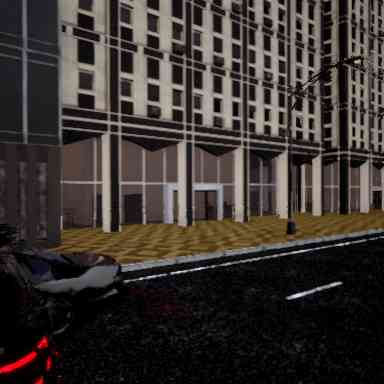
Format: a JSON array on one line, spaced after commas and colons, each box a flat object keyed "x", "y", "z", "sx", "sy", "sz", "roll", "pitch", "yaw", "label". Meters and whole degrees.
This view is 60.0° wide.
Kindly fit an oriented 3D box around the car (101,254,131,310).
[{"x": -3.680, "y": 1.551, "z": 5.060, "sx": 5.357, "sy": 1.411, "sz": 2.033, "roll": 0, "pitch": 0, "yaw": -36, "label": "car"}]

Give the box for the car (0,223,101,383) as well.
[{"x": -3.446, "y": 1.224, "z": 1.240, "sx": 5.566, "sy": 2.045, "sz": 2.150, "roll": 0, "pitch": 0, "yaw": -35, "label": "car"}]
